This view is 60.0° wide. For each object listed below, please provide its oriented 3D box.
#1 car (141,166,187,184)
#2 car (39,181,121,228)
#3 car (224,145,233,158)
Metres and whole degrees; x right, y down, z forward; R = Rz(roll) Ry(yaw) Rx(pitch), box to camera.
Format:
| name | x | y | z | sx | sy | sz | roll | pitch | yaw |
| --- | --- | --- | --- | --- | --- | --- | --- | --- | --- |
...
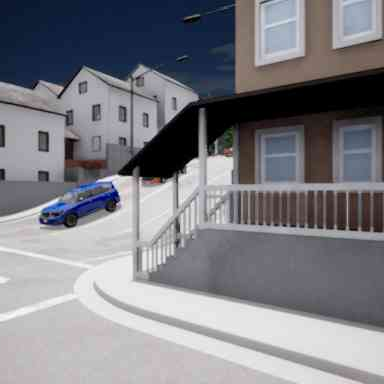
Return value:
| name | x | y | z | sx | sy | sz | roll | pitch | yaw |
| --- | --- | --- | --- | --- | --- | --- | --- | --- | --- |
| car | -2.492 | -2.006 | 28.758 | 2.097 | 1.767 | 4.553 | 0 | 18 | 35 |
| car | -7.211 | 0.724 | 21.831 | 2.150 | 2.045 | 5.566 | 0 | 14 | 34 |
| car | 5.658 | -5.158 | 40.383 | 2.097 | 1.767 | 4.553 | 0 | 9 | 36 |
